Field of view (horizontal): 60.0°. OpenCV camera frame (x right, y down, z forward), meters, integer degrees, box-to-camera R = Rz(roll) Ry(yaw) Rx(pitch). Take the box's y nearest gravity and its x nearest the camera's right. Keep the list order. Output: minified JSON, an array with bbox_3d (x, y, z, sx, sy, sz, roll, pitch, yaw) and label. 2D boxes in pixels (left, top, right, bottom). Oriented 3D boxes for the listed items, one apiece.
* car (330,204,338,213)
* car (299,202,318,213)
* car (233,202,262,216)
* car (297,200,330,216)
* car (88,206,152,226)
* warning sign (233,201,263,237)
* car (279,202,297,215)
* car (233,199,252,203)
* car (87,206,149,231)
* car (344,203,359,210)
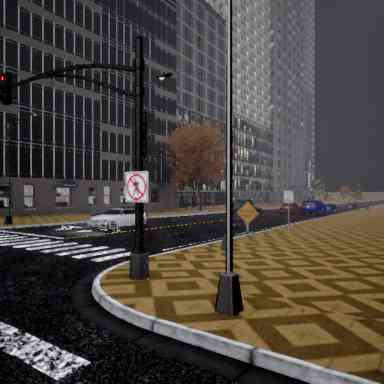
[{"bbox_3d":[21.923,2.558,52.964,1.812,1.442,4.674,0,-1,33],"label":"car"},{"bbox_3d":[19.194,2.506,54.728,1.882,1.535,5.008,0,-1,33],"label":"car"},{"bbox_3d":[7.175,2.325,42.274,1.895,1.301,4.718,0,-1,33],"label":"car"},{"bbox_3d":[16.168,2.065,43.994,2.150,2.045,5.566,0,-1,35],"label":"car"},{"bbox_3d":[-5.932,1.925,28.003,2.033,1.411,5.357,0,-1,33],"label":"car"},{"bbox_3d":[3.115,1.454,18.570,1.300,1.860,1.060,1,1,33],"label":"warning sign"},{"bbox_3d":[13.848,2.205,46.362,2.097,1.767,4.553,0,-1,33],"label":"car"},{"bbox_3d":[7.000,2.027,47.955,2.150,2.045,5.566,0,-1,33],"label":"car"},{"bbox_3d":[-5.099,1.846,23.340,1.812,1.442,4.674,0,-1,33],"label":"car"},{"bbox_3d":[31.516,2.837,65.715,1.812,1.442,4.674,0,-1,33],"label":"car"}]
